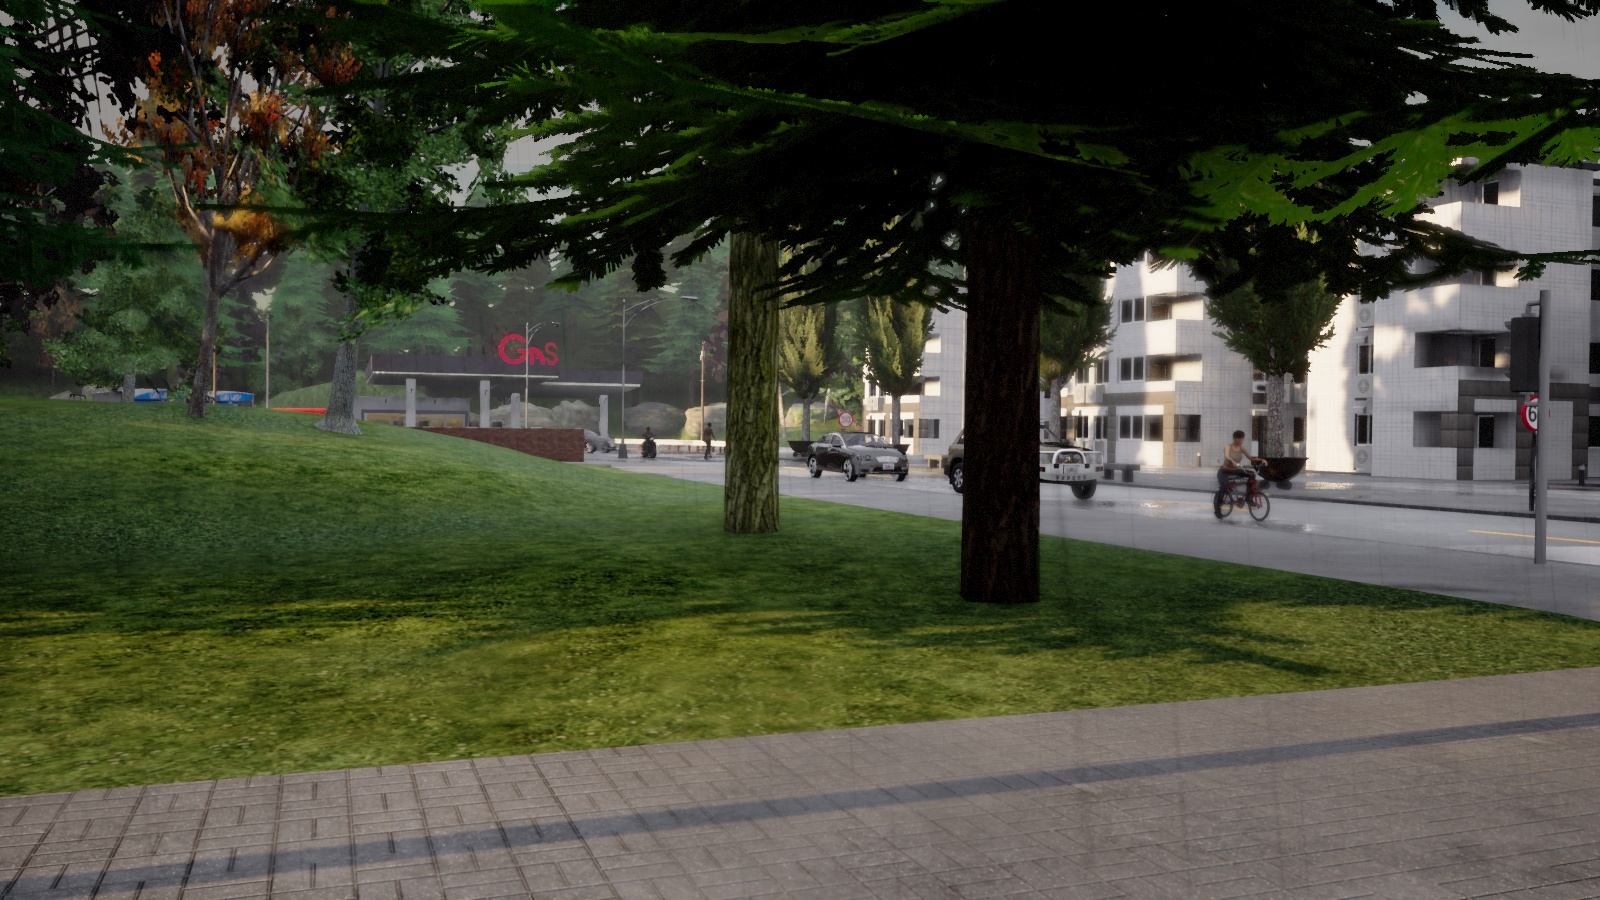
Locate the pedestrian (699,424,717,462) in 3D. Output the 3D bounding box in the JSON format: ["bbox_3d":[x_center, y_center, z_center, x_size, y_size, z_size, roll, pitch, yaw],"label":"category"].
[{"bbox_3d":[-4.442,-0.351,60.706,0.328,1.805,0.869,0,1,36],"label":"pedestrian"}]

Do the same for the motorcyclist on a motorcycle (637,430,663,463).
[{"bbox_3d":[-7.671,-0.211,64.074,0.766,1.649,2.350,-1,1,-21],"label":"motorcyclist on a motorcycle"}]

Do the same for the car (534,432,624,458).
[{"bbox_3d":[-13.021,-0.308,74.020,4.902,1.511,2.128,0,1,27],"label":"car"}]

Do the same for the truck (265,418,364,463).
[{"bbox_3d":[-27.995,-0.566,72.507,5.204,2.467,2.627,-1,1,-21],"label":"truck"}]

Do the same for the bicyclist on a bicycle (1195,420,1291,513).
[{"bbox_3d":[8.000,0.278,22.736,0.866,1.612,1.509,-1,1,-20],"label":"bicyclist on a bicycle"}]

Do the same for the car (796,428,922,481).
[{"bbox_3d":[1.742,0.098,39.186,2.128,1.511,4.902,-1,1,-21],"label":"car"}]

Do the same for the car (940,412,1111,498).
[{"bbox_3d":[5.250,0.071,29.922,1.932,1.855,4.605,-1,1,-21],"label":"car"}]
